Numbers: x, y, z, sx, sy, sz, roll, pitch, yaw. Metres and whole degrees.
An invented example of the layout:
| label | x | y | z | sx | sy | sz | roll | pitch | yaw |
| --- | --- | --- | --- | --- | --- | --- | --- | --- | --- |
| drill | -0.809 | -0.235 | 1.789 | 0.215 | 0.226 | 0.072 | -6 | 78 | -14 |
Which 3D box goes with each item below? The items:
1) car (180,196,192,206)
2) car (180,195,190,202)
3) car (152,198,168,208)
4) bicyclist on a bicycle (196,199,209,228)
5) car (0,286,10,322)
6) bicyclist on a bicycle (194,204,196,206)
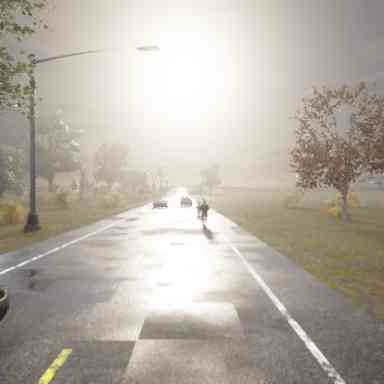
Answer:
| label | x | y | z | sx | sy | sz | roll | pitch | yaw |
| --- | --- | --- | --- | --- | --- | --- | --- | --- | --- |
| car | -0.995 | 1.547 | 56.217 | 1.994 | 1.385 | 4.181 | 0 | 0 | -2 |
| car | -1.610 | 1.513 | 74.138 | 2.033 | 1.411 | 5.357 | 0 | 0 | -2 |
| car | -4.383 | 1.553 | 46.651 | 1.994 | 1.385 | 4.181 | 0 | 0 | -1 |
| bicyclist on a bicycle | 0.782 | 1.366 | 20.726 | 0.659 | 1.776 | 1.843 | 0 | 0 | -1 |
| car | -3.612 | 1.602 | 2.668 | 1.895 | 1.301 | 4.718 | 0 | 0 | 0 |
| bicyclist on a bicycle | 0.617 | 1.429 | 30.866 | 0.866 | 1.612 | 1.509 | 0 | 0 | -2 |
